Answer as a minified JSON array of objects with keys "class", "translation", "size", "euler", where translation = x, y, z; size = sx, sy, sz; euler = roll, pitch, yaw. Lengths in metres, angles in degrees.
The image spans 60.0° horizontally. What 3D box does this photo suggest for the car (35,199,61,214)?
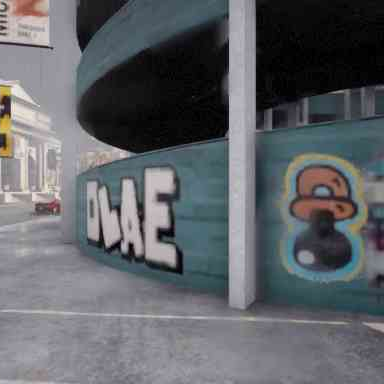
[{"class":"car","translation":[-14.944,1.482,35.994],"size":[1.882,1.535,5.008],"euler":[0,0,6]}]
